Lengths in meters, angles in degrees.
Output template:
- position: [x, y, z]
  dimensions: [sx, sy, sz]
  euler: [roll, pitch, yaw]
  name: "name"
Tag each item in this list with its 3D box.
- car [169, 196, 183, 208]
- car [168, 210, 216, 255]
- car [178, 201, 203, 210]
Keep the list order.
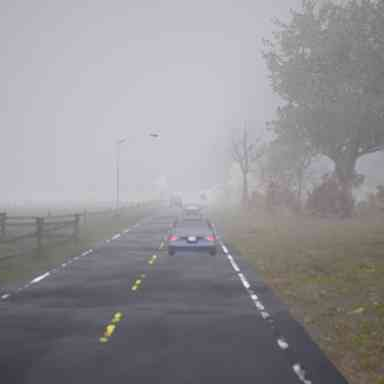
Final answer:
- position: [-2.744, 1.719, 57.689]
  dimensions: [2.150, 2.045, 5.566]
  euler: [0, -1, 0]
  name: "car"
- position: [0.003, 1.685, 13.985]
  dimensions: [2.033, 1.411, 5.357]
  euler: [0, -1, 0]
  name: "car"
- position: [0.008, 1.809, 29.378]
  dimensions: [1.812, 1.442, 4.674]
  euler: [0, 0, 0]
  name: "car"
